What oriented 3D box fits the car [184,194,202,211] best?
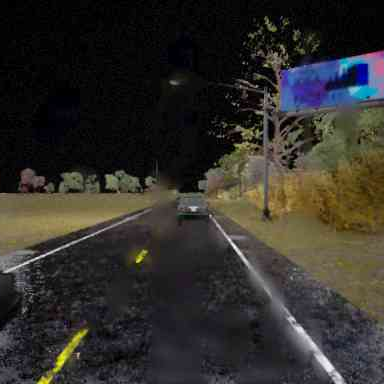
[{"bbox_3d":[0.097,1.232,43.195,2.150,2.045,5.566,0,0,0],"label":"car"}]

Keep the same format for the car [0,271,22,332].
[{"bbox_3d":[-3.598,1.548,2.893,2.033,1.411,5.357,0,0,0],"label":"car"}]

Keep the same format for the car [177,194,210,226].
[{"bbox_3d":[0.096,1.228,23.814,2.150,2.045,5.566,0,0,0],"label":"car"}]
